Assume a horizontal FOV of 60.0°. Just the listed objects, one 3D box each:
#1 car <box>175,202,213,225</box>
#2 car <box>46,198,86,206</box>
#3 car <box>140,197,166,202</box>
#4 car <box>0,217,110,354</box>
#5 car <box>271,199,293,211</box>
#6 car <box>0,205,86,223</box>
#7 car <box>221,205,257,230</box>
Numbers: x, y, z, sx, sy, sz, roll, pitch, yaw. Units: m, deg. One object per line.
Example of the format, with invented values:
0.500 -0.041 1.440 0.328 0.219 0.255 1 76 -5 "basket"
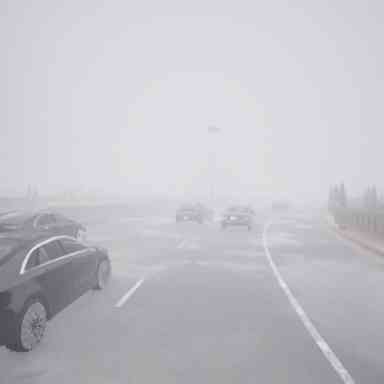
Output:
0.264 1.475 23.942 2.128 1.511 4.902 0 0 16 "car"
-13.978 1.385 37.045 1.882 1.535 5.008 0 0 21 "car"
-5.534 1.433 47.448 2.128 1.511 4.902 0 0 28 "car"
-3.006 1.473 6.126 2.128 1.511 4.902 0 0 4 "car"
11.134 1.546 41.030 1.812 1.442 4.674 0 0 29 "car"
-5.772 1.469 12.590 1.837 1.490 4.892 0 0 8 "car"
3.102 1.546 21.387 2.033 1.411 5.357 0 0 15 "car"
